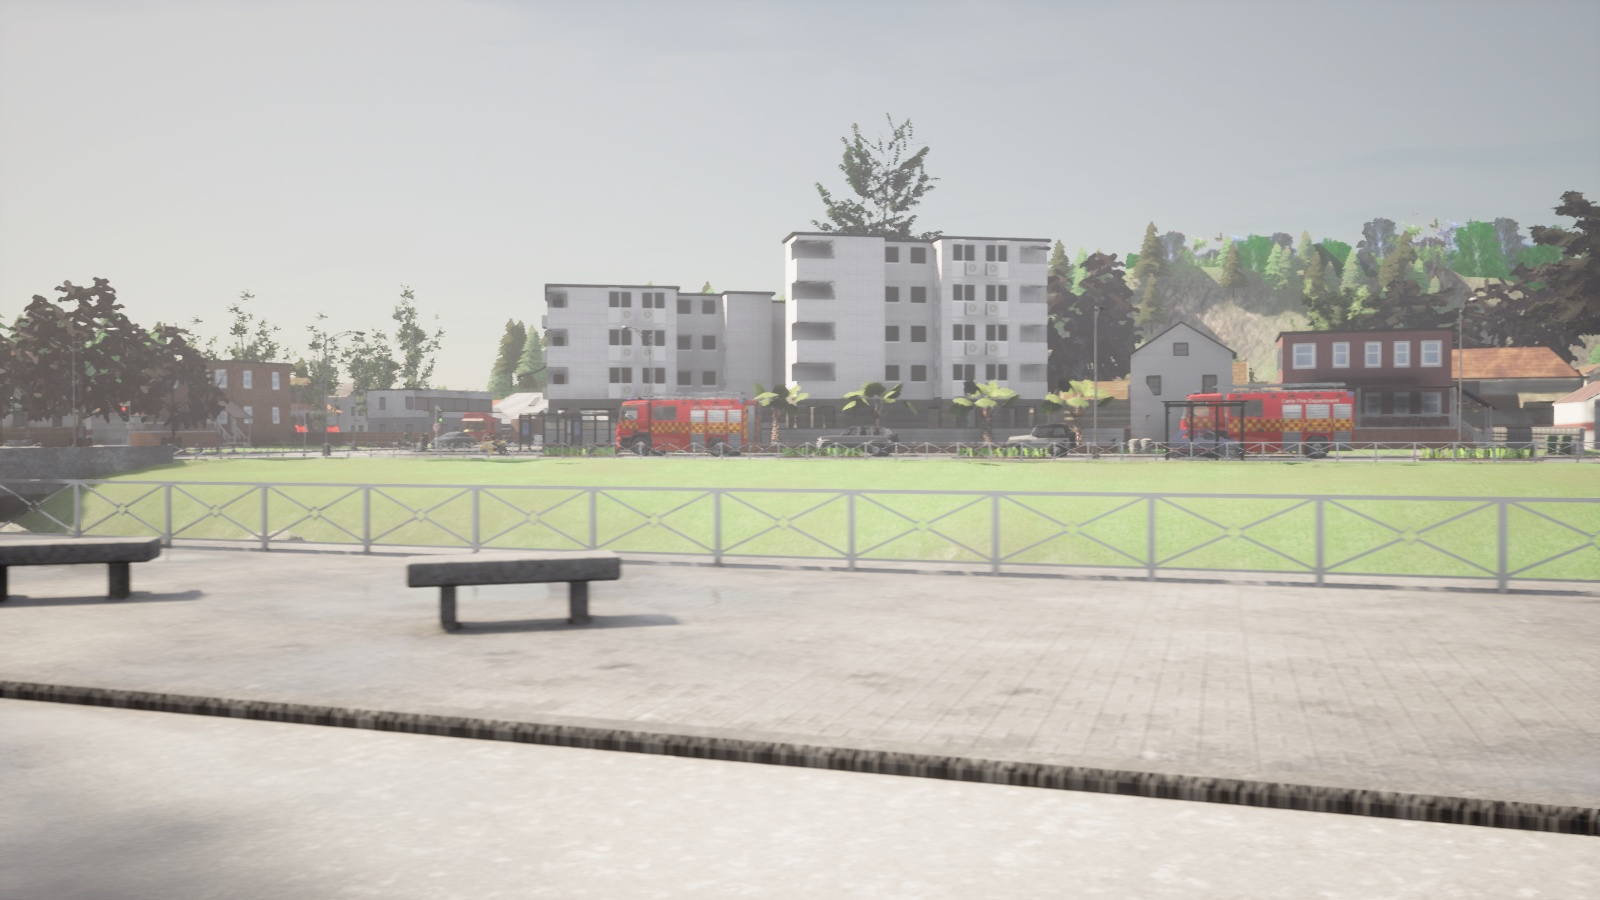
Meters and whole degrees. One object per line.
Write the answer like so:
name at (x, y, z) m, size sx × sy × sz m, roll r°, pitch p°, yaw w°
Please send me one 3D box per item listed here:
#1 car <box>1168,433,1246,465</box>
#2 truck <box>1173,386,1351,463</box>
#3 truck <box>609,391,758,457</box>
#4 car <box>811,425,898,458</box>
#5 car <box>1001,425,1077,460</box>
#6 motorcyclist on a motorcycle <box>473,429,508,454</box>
car at (20.110, -0.078, 62.054) m, size 3.633 × 1.501 × 1.845 m, roll 1°, pitch 1°, yaw 19°
truck at (23.769, -1.292, 65.026) m, size 8.468 × 3.827 × 2.891 m, roll 0°, pitch 1°, yaw 19°
truck at (-6.995, -1.570, 75.352) m, size 8.468 × 3.827 × 2.891 m, roll 1°, pitch 1°, yaw 20°
car at (3.150, -0.497, 71.980) m, size 4.605 × 1.855 × 1.932 m, roll 1°, pitch 1°, yaw 19°
car at (13.066, -0.429, 68.640) m, size 3.866 × 1.878 × 1.905 m, roll 0°, pitch 1°, yaw 19°
motorcyclist on a motorcycle at (-19.607, -0.541, 79.645) m, size 2.044 × 1.523 × 0.797 m, roll 0°, pitch 1°, yaw 19°
